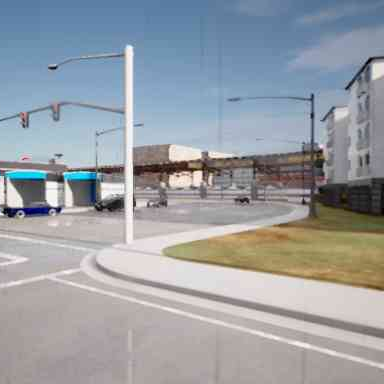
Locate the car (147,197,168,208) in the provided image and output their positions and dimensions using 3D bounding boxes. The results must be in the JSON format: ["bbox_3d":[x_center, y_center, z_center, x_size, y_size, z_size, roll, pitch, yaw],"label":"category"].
[{"bbox_3d":[-4.966,1.487,47.863,2.128,1.511,4.902,0,0,14],"label":"car"}]

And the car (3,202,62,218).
[{"bbox_3d":[-14.376,1.596,30.134,1.895,1.301,4.718,0,0,37],"label":"car"}]

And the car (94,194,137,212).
[{"bbox_3d":[-8.735,1.217,38.452,2.150,2.045,5.566,0,0,29],"label":"car"}]

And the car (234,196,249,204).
[{"bbox_3d":[9.753,1.501,65.896,1.837,1.490,4.892,0,0,-12],"label":"car"}]
